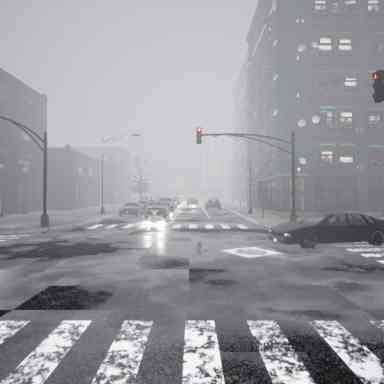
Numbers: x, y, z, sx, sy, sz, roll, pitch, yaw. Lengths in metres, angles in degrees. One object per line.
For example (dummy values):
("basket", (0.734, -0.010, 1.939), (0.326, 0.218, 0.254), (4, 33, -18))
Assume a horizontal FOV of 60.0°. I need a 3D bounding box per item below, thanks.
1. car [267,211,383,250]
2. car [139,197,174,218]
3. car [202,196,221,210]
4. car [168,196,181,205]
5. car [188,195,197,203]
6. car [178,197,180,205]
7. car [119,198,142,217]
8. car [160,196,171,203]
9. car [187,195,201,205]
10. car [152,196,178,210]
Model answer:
("car", (5.968, 1.524, 13.966), (5.357, 1.411, 2.033), (-1, -1, -11))
("car", (-3.093, 1.500, 29.905), (2.128, 1.511, 4.902), (0, 0, 0))
("car", (2.712, 1.452, 43.185), (1.967, 1.590, 4.097), (1, 0, 0))
("car", (-3.044, 1.495, 58.345), (1.882, 1.535, 5.008), (0, 0, 1))
("car", (0.091, 1.499, 69.976), (1.882, 1.535, 5.008), (0, 0, 0))
("car", (-3.084, 1.539, 47.919), (1.812, 1.442, 4.674), (0, 0, 0))
("car", (-5.748, 1.554, 31.757), (1.887, 1.381, 4.507), (1, 0, 0))
("car", (-5.666, 1.604, 71.559), (1.802, 1.307, 4.206), (1, 0, 0))
("car", (0.112, 1.581, 58.924), (1.994, 1.385, 4.181), (0, 0, 0))
("car", (-3.090, 1.363, 38.924), (2.097, 1.767, 4.553), (0, 0, 0))
